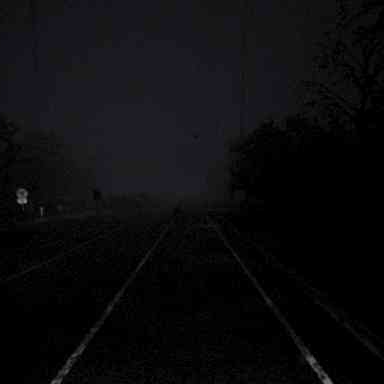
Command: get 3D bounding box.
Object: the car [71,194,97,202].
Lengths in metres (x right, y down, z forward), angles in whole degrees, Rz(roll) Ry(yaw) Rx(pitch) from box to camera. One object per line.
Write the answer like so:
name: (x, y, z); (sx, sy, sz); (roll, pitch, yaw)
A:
car: (-23.073, 1.259, 71.241); (4.892, 1.521, 2.231); (0, 1, 0)

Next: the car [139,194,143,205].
car: (-10.174, 1.413, 48.911); (4.792, 1.488, 2.163); (0, 0, 0)

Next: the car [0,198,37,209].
car: (-13.905, 1.657, 24.869); (2.097, 1.767, 4.553); (1, 1, 8)

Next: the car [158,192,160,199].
car: (-9.970, 1.292, 71.207); (4.792, 1.488, 2.163); (0, 1, 0)

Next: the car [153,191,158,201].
car: (-9.986, 1.186, 68.417); (4.553, 1.767, 2.185); (0, 1, 0)

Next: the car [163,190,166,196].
car: (-9.902, 0.889, 85.134); (5.008, 1.535, 2.097); (0, 2, 0)

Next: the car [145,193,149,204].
car: (-10.103, 1.411, 54.476); (5.008, 1.535, 2.097); (0, 0, 0)

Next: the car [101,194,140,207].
car: (-10.134, 1.395, 46.127); (4.792, 1.488, 2.163); (0, 0, 0)

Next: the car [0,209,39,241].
car: (-10.040, 1.767, 16.308); (4.792, 1.488, 2.163); (0, -1, 0)

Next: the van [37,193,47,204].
van: (-23.117, 1.135, 46.130); (4.442, 1.987, 1.878); (1, 0, 0)

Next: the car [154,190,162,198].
car: (-9.994, 1.014, 76.778); (4.553, 1.767, 2.185); (0, 2, 0)

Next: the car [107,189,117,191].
car: (-23.017, 0.638, 85.041); (5.566, 2.045, 2.435); (0, 2, 0)

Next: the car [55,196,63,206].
car: (-23.210, 1.434, 51.587); (4.674, 1.452, 2.002); (0, 0, 0)

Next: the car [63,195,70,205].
car: (-23.217, 1.435, 54.500); (4.792, 1.488, 2.163); (0, 0, 0)

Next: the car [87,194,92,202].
car: (-23.111, 1.349, 65.534); (5.008, 1.535, 2.097); (0, 1, 0)

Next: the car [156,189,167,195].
car: (-9.885, 0.789, 87.921); (5.008, 1.535, 2.097); (0, 2, 0)

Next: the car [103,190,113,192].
car: (-23.013, 0.980, 82.262); (5.008, 1.535, 2.097); (0, 2, 0)

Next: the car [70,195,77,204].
car: (-23.356, 1.403, 57.293); (5.366, 1.575, 1.946); (0, 0, 0)

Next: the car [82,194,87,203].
car: (-23.106, 1.410, 62.743); (4.792, 1.488, 2.163); (0, 0, 0)

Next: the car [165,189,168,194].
car: (-9.842, 0.710, 90.707); (4.792, 1.488, 2.163); (0, 2, 0)

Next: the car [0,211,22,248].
car: (-10.091, 1.699, 13.533); (5.008, 1.535, 2.097); (0, -1, 0)

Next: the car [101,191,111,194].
car: (-22.840, 1.060, 79.472); (5.366, 1.575, 1.946); (0, 2, 0)

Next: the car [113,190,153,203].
car: (-10.119, 1.160, 57.269); (5.566, 2.045, 2.435); (0, 0, 0)

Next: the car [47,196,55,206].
car: (-23.228, 1.416, 48.803); (4.674, 1.452, 2.002); (0, 0, 0)

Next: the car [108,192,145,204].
car: (-10.158, 1.275, 51.697); (4.553, 1.767, 2.185); (0, 0, 0)

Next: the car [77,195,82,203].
car: (-23.338, 1.395, 60.088); (5.366, 1.575, 1.946); (0, 0, 0)
